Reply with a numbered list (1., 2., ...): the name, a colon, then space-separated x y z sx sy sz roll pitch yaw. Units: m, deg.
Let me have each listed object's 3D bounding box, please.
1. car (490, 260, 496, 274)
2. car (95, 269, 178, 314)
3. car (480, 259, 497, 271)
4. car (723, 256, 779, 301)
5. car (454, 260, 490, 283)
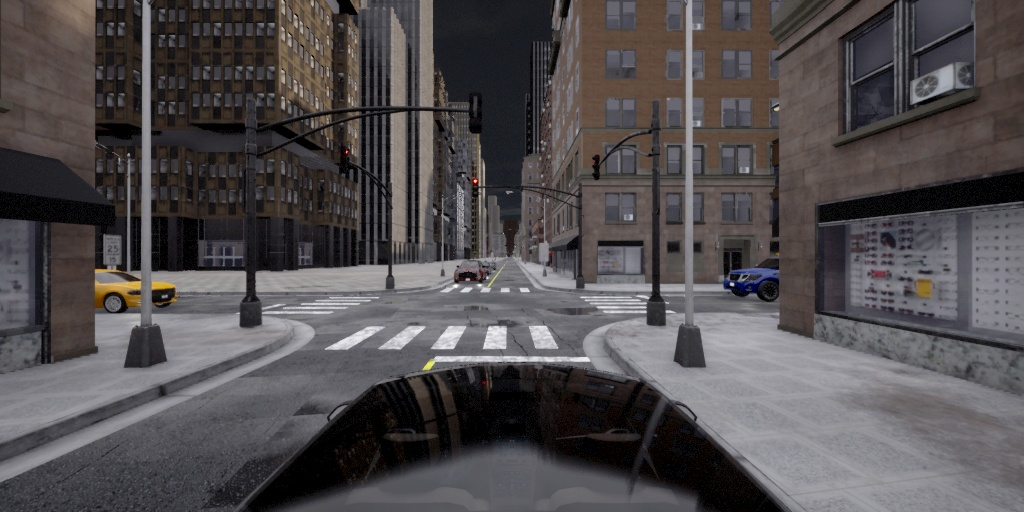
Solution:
1. car: -3.171 1.299 38.098 2.033 1.411 5.357 0 0 0
2. car: -15.367 1.232 13.272 5.008 1.535 1.882 0 0 0
3. car: -3.182 1.243 49.757 2.128 1.511 4.902 0 0 0
4. car: 13.016 0.972 16.726 5.566 2.045 2.150 0 0 -1
5. car: -3.156 1.103 27.840 2.097 1.767 4.553 0 0 0
